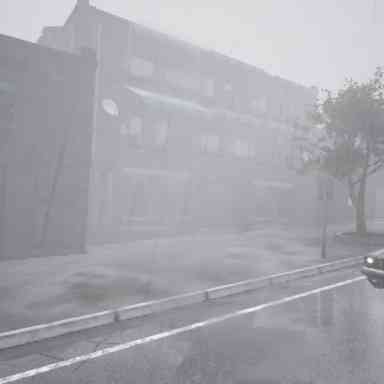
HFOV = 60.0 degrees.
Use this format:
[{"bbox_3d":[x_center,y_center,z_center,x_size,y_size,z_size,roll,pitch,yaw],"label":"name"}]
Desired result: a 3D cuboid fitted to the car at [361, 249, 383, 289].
[{"bbox_3d":[6.099,1.598,8.012,4.718,1.301,1.895,0,0,-35],"label":"car"}]
